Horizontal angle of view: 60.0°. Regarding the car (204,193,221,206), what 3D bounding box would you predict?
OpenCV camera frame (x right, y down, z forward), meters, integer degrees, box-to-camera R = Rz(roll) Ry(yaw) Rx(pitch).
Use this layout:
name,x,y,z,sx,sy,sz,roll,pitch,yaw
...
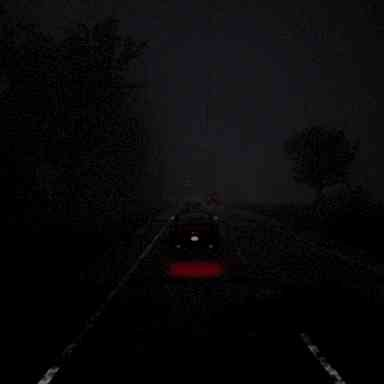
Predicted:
name,x,y,z,sx,sy,sz,roll,pitch,yaw
car,3.580,1.274,55.991,2.150,2.045,5.566,0,-1,0

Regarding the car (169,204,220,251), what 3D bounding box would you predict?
name,x,y,z,sx,sy,sz,roll,pitch,yaw
car,0.093,1.491,14.175,1.882,1.535,5.008,0,0,0

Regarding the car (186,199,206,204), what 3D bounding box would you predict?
name,x,y,z,sx,sy,sz,roll,pitch,yaw
car,0.087,1.595,32.200,1.994,1.385,4.181,0,0,0
